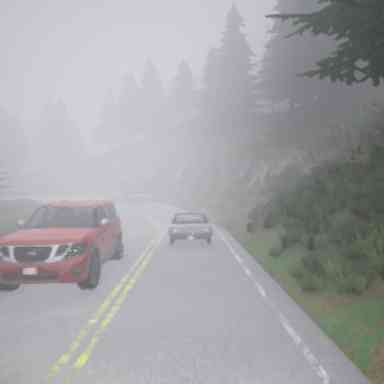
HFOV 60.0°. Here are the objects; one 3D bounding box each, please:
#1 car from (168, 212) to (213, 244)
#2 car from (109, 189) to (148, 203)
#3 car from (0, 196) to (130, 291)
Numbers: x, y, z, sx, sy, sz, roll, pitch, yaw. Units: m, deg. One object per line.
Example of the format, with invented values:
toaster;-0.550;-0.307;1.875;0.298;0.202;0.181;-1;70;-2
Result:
car;-0.115;1.611;16.004;1.895;1.301;4.718;-1;0;-2
car;-6.328;0.384;32.716;1.895;1.301;4.718;-5;6;-40
car;-3.416;1.276;9.573;2.150;2.045;5.566;-1;0;-2
